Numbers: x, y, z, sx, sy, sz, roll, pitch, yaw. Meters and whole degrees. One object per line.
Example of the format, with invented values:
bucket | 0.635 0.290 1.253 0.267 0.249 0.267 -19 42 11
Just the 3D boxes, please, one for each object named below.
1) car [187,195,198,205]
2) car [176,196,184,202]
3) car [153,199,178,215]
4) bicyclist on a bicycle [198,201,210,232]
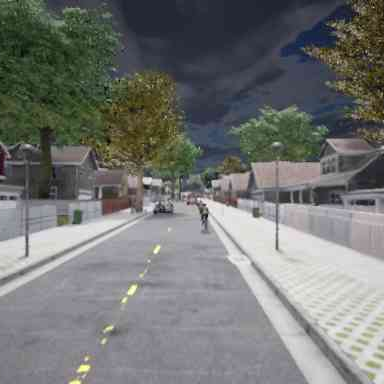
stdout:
car | 0.032 1.721 61.856 1.994 1.385 4.181 0 0 1
car | -2.753 1.671 76.647 1.994 1.385 4.181 0 0 0
car | -2.847 1.629 34.177 1.994 1.385 4.181 0 0 0
bicyclist on a bicycle | 0.757 1.483 19.244 0.582 1.620 1.656 0 0 0
